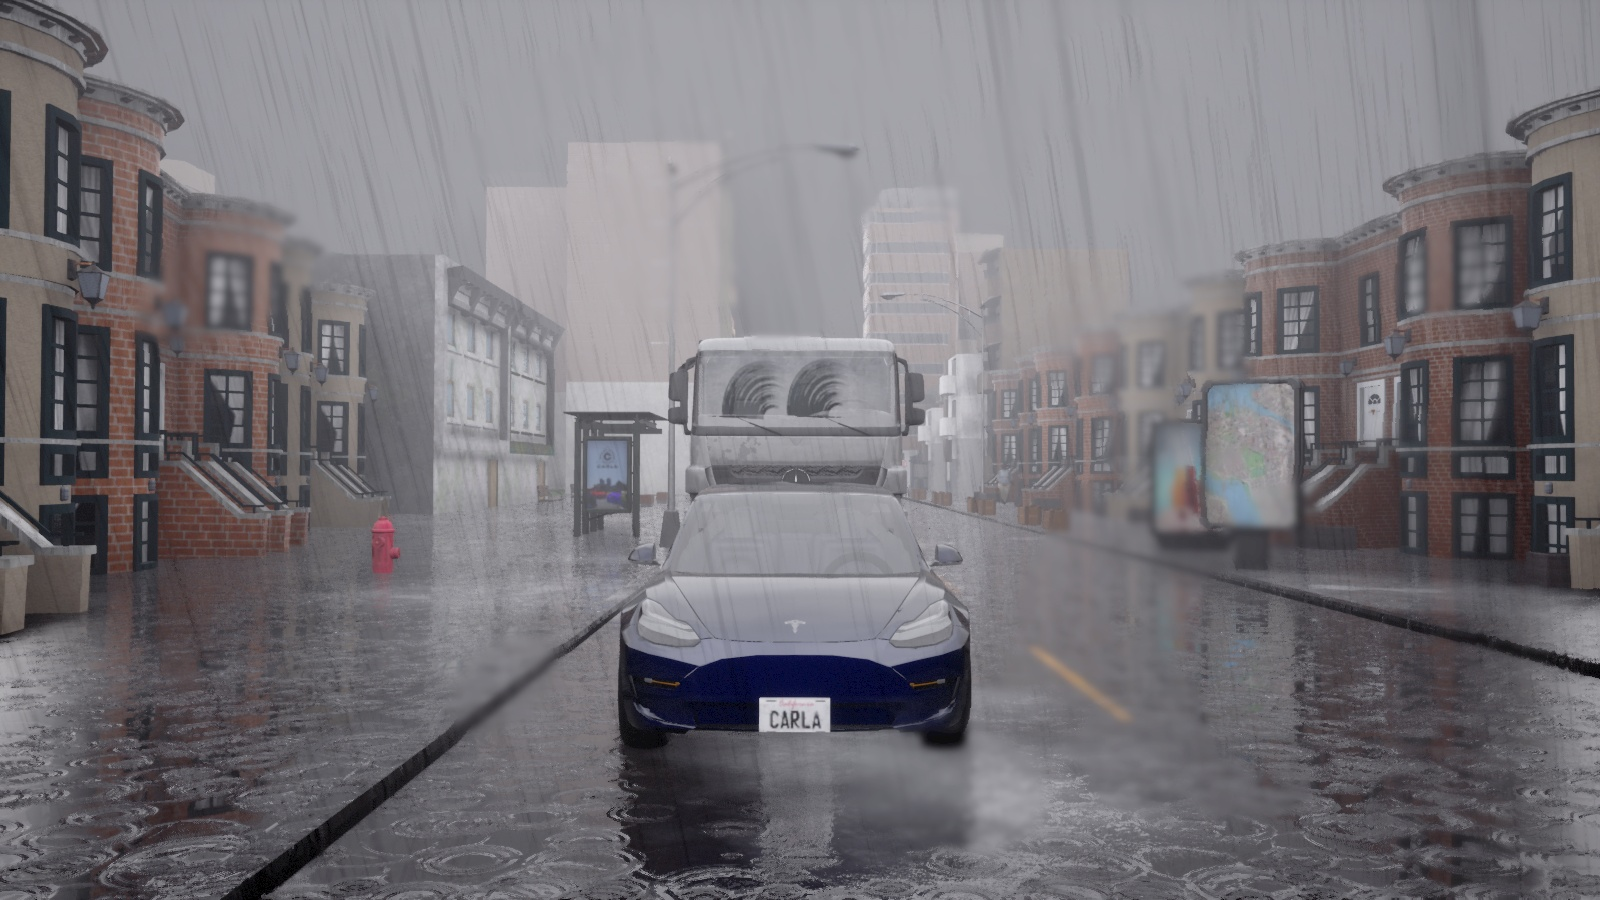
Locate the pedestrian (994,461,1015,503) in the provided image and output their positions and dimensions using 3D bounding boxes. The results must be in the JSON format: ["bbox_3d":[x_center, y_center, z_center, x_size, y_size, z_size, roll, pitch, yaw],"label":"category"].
[{"bbox_3d":[9.032,1.417,55.468,0.874,1.855,0.900,0,-1,9],"label":"pedestrian"}]

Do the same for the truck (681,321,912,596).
[{"bbox_3d":[-0.057,0.165,19.823,2.891,3.462,7.936,0,-1,0],"label":"truck"}]

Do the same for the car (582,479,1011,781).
[{"bbox_3d":[-0.024,0.961,8.751,2.163,1.488,4.792,0,-1,0],"label":"car"}]
